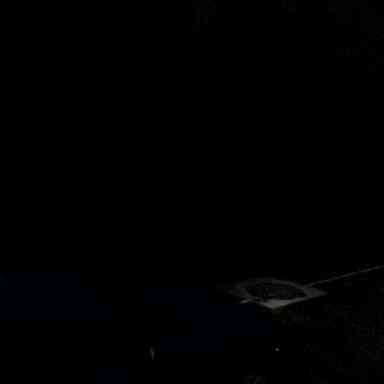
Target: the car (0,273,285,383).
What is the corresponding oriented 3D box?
[{"bbox_3d":[-1.341,1.475,2.751,5.008,1.535,1.882,0,0,-35],"label":"car"}]
